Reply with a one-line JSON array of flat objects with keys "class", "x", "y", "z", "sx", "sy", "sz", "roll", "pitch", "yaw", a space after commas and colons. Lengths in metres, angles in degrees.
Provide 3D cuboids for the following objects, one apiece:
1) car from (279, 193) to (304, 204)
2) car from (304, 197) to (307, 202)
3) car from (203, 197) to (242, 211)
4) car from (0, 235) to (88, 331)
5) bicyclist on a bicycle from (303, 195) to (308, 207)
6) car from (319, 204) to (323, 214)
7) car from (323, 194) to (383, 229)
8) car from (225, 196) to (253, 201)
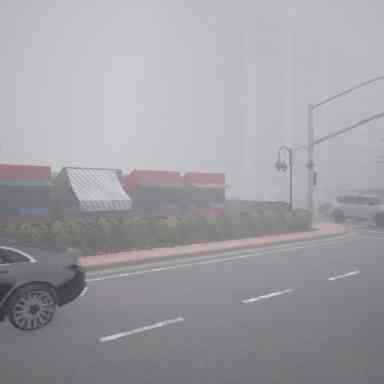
[{"class": "car", "x": 16.632, "y": 1.114, "z": 57.399, "sx": 1.905, "sy": 1.878, "sz": 3.866, "roll": 0, "pitch": 0, "yaw": -36}, {"class": "car", "x": 19.024, "y": 1.114, "z": 59.110, "sx": 1.905, "sy": 1.878, "sz": 3.866, "roll": 0, "pitch": 0, "yaw": -36}, {"class": "car", "x": 3.687, "y": 1.437, "z": 40.868, "sx": 2.128, "sy": 1.511, "sz": 4.902, "roll": 0, "pitch": 0, "yaw": -36}, {"class": "car", "x": -4.202, "y": 1.491, "z": 5.280, "sx": 4.902, "sy": 1.511, "sz": 2.128, "roll": 0, "pitch": 0, "yaw": -35}, {"class": "bicyclist on a bicycle", "x": 15.550, "y": 1.246, "z": 44.917, "sx": 1.656, "sy": 1.620, "sz": 0.582, "roll": 0, "pitch": 0, "yaw": -36}, {"class": "car", "x": 13.142, "y": 1.437, "z": 27.923, "sx": 2.128, "sy": 1.511, "sz": 4.902, "roll": 0, "pitch": 0, "yaw": -37}, {"class": "car", "x": 11.816, "y": 1.187, "z": 22.201, "sx": 2.150, "sy": 2.045, "sz": 5.566, "roll": 1, "pitch": 0, "yaw": -22}, {"class": "car", "x": 5.179, "y": 1.297, "z": 32.843, "sx": 2.097, "sy": 1.767, "sz": 4.553, "roll": 0, "pitch": 0, "yaw": -36}]
